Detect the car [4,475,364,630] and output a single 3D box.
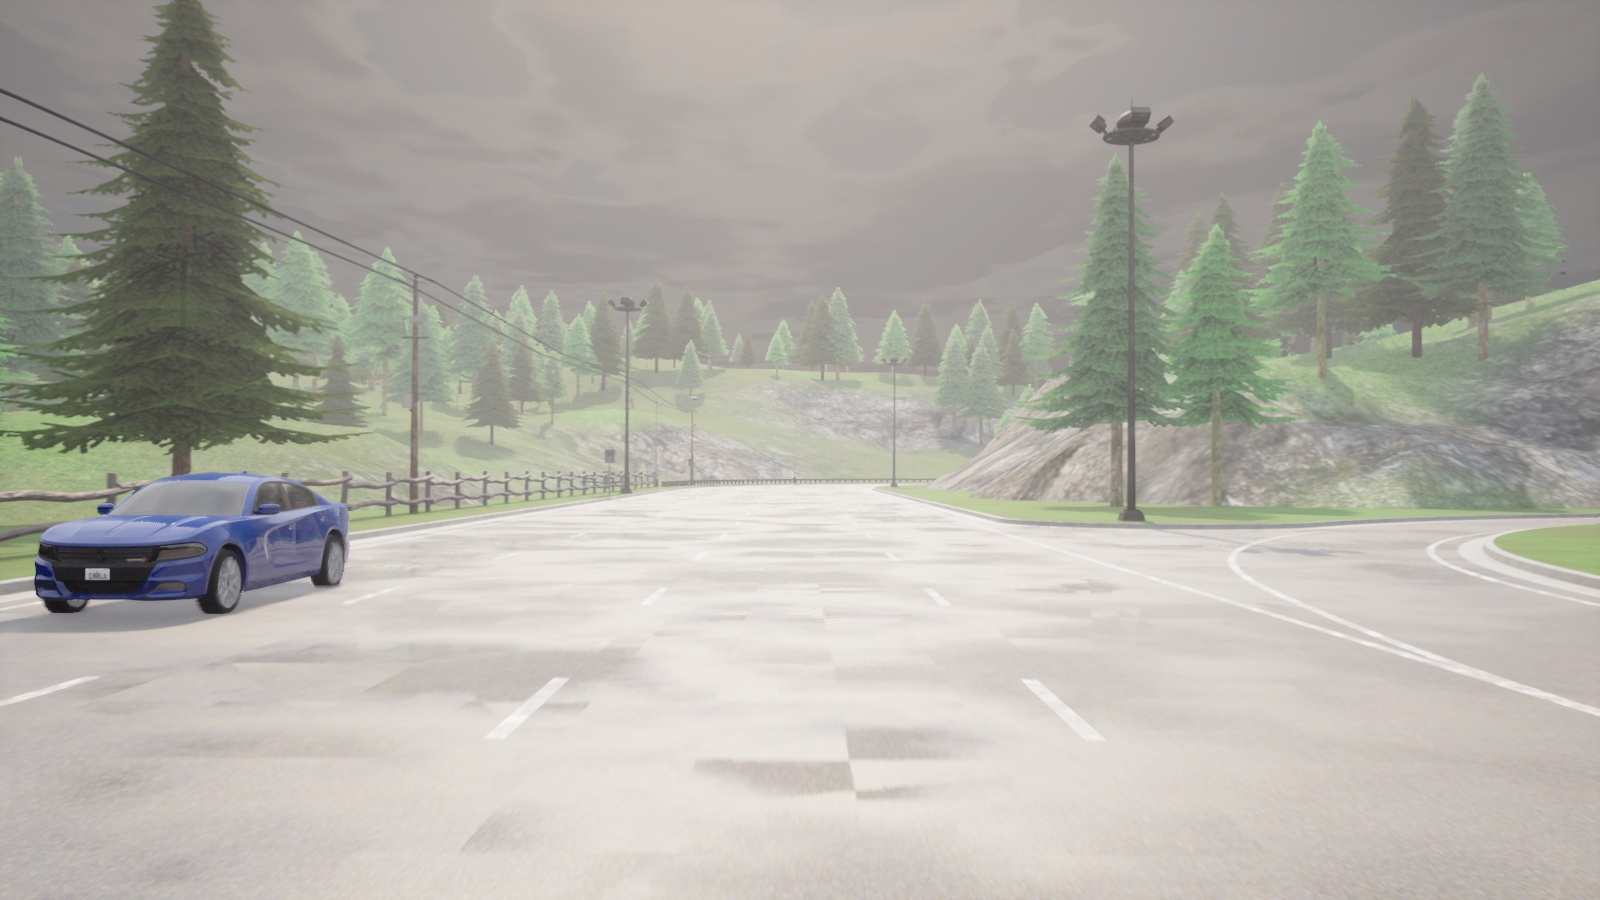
[{"bbox_3d":[-7.036,1.073,15.081,1.882,1.535,5.008,0,-1,0],"label":"car"}]
